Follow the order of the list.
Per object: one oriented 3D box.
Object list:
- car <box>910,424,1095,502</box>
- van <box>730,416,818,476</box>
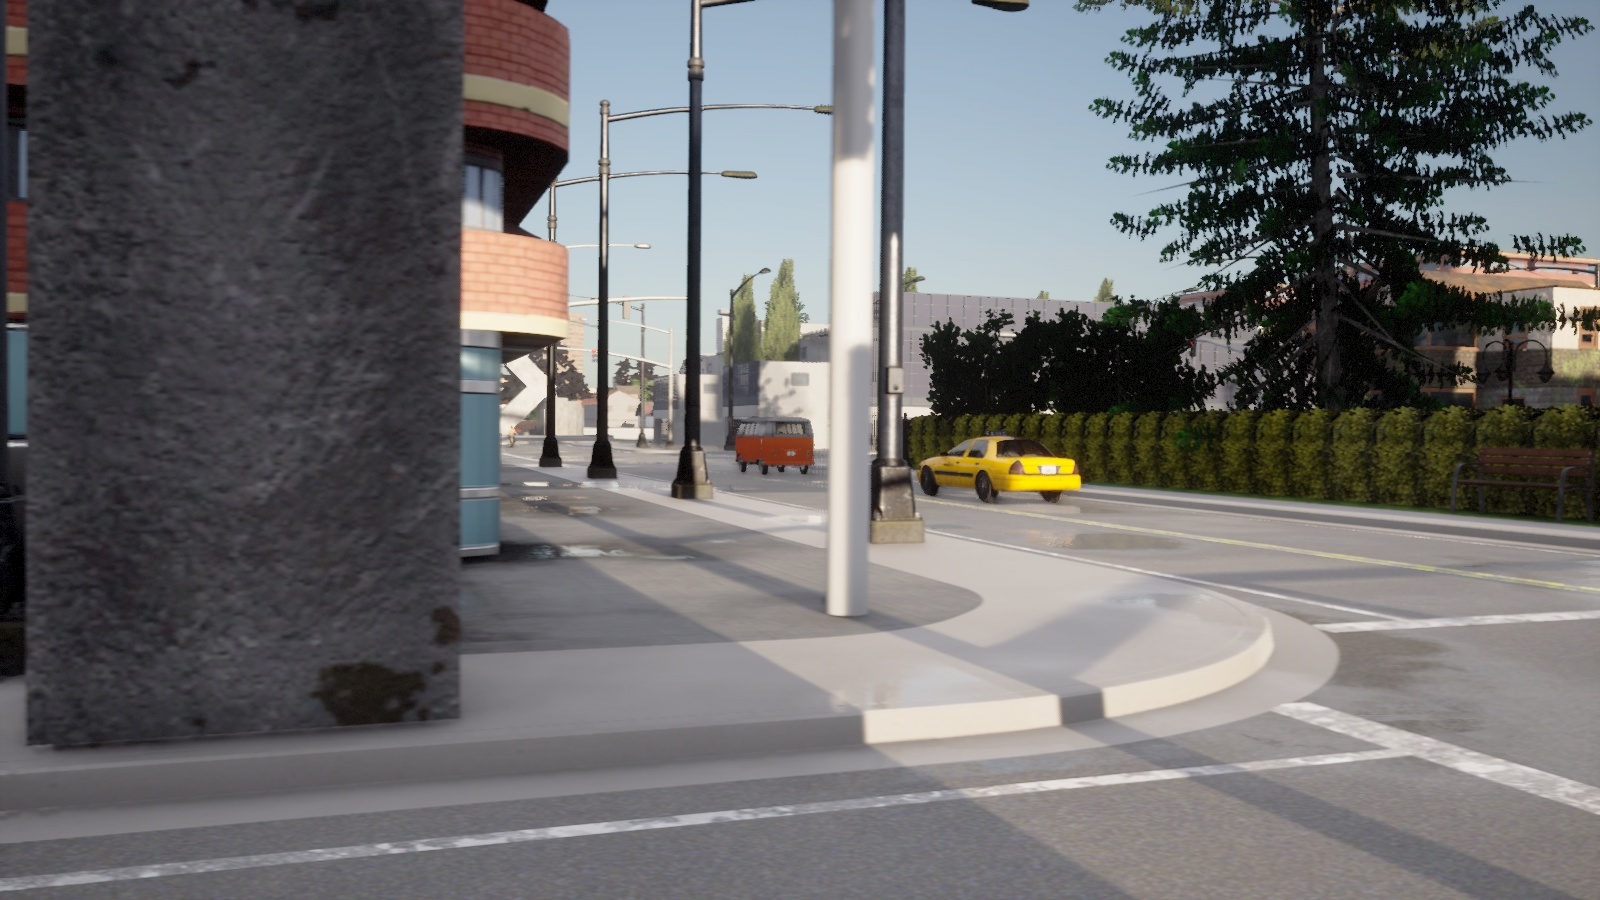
[{"bbox_3d":[4.433,0.232,28.515,1.801,1.575,5.366,-1,1,-19],"label":"car"},{"bbox_3d":[-0.972,-0.150,44.171,1.775,1.987,4.442,-1,1,-19],"label":"van"}]
